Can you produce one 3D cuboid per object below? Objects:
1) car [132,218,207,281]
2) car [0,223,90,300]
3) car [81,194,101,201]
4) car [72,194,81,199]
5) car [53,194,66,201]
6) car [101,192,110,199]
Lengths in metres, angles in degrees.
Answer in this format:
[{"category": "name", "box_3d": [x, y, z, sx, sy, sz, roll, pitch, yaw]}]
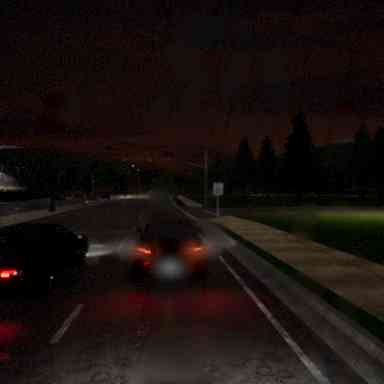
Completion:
[{"category": "car", "box_3d": [-0.656, 1.477, 9.613, 1.812, 1.442, 4.674, 0, 0, -4]}, {"category": "car", "box_3d": [-4.078, 1.510, 8.455, 2.033, 1.411, 5.357, 0, 0, -4]}, {"category": "car", "box_3d": [-21.930, 1.188, 72.681, 2.128, 1.511, 4.902, 0, 0, -4]}, {"category": "car", "box_3d": [-30.121, 1.142, 87.652, 1.895, 1.301, 4.718, 0, 0, -4]}, {"category": "car", "box_3d": [-28.906, 1.201, 72.109, 2.128, 1.511, 4.902, 0, 0, -4]}, {"category": "car", "box_3d": [-23.148, 0.889, 88.267, 2.097, 1.767, 4.553, 0, 0, -4]}]
